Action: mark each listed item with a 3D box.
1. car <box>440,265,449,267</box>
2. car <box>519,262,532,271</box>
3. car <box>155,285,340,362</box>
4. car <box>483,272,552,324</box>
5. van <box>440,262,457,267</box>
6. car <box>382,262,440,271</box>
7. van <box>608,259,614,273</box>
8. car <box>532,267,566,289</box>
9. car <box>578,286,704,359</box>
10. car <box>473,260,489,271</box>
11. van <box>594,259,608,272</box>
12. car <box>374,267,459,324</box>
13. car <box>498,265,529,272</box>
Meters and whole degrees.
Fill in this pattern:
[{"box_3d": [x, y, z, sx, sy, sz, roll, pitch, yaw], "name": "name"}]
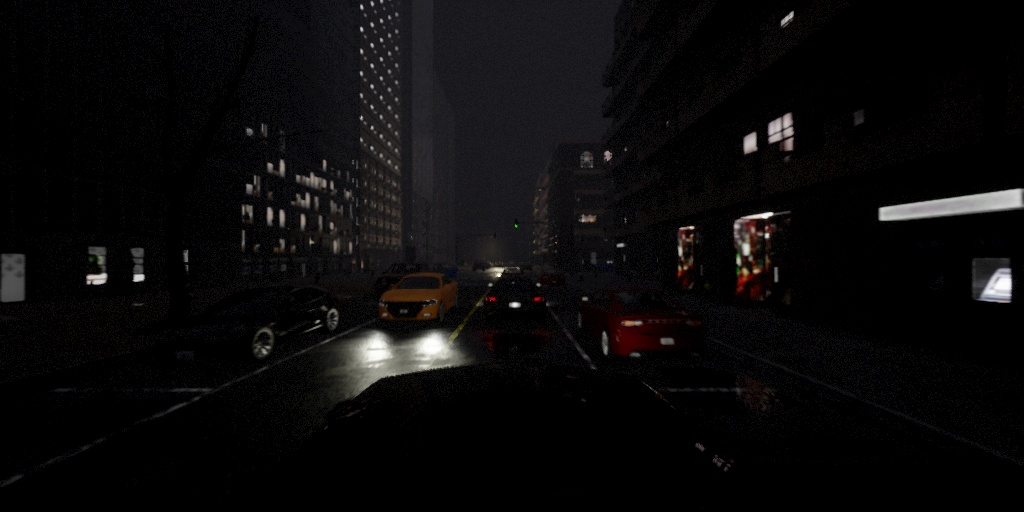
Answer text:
[{"box_3d": [-5.693, 1.550, 24.992, 1.948, 1.339, 4.313, 0, 0, 0], "name": "car"}, {"box_3d": [2.685, 1.934, 62.902, 1.888, 1.381, 4.507, 0, 0, 0], "name": "car"}, {"box_3d": [-5.692, 1.383, 8.425, 1.948, 1.339, 4.313, 0, 0, 0], "name": "car"}, {"box_3d": [0.091, 1.421, 12.479, 1.994, 1.385, 4.181, 0, -1, 0], "name": "car"}, {"box_3d": [-5.693, 1.382, 30.514, 1.690, 1.789, 3.998, 0, 0, 0], "name": "van"}, {"box_3d": [-5.693, 1.242, 19.469, 2.192, 1.841, 5.009, 0, 0, 0], "name": "car"}, {"box_3d": [13.740, 1.313, 42.098, 3.998, 1.789, 1.690, 0, 0, 0], "name": "van"}, {"box_3d": [2.687, 1.528, 24.991, 1.888, 1.381, 4.507, 0, 0, 0], "name": "car"}, {"box_3d": [2.689, 1.361, 8.424, 1.888, 1.381, 4.507, 0, 0, 0], "name": "car"}, {"box_3d": [-5.695, 1.705, 62.902, 2.192, 1.841, 5.009, 0, 0, 0], "name": "car"}, {"box_3d": [13.718, 1.361, 50.479, 3.998, 1.789, 1.690, 0, 0, 0], "name": "van"}, {"box_3d": [-3.099, 1.337, 12.759, 1.882, 1.535, 5.008, 0, -1, 0], "name": "car"}, {"box_3d": [0.092, 1.609, 27.408, 1.895, 1.301, 4.718, 0, -1, 0], "name": "car"}]
